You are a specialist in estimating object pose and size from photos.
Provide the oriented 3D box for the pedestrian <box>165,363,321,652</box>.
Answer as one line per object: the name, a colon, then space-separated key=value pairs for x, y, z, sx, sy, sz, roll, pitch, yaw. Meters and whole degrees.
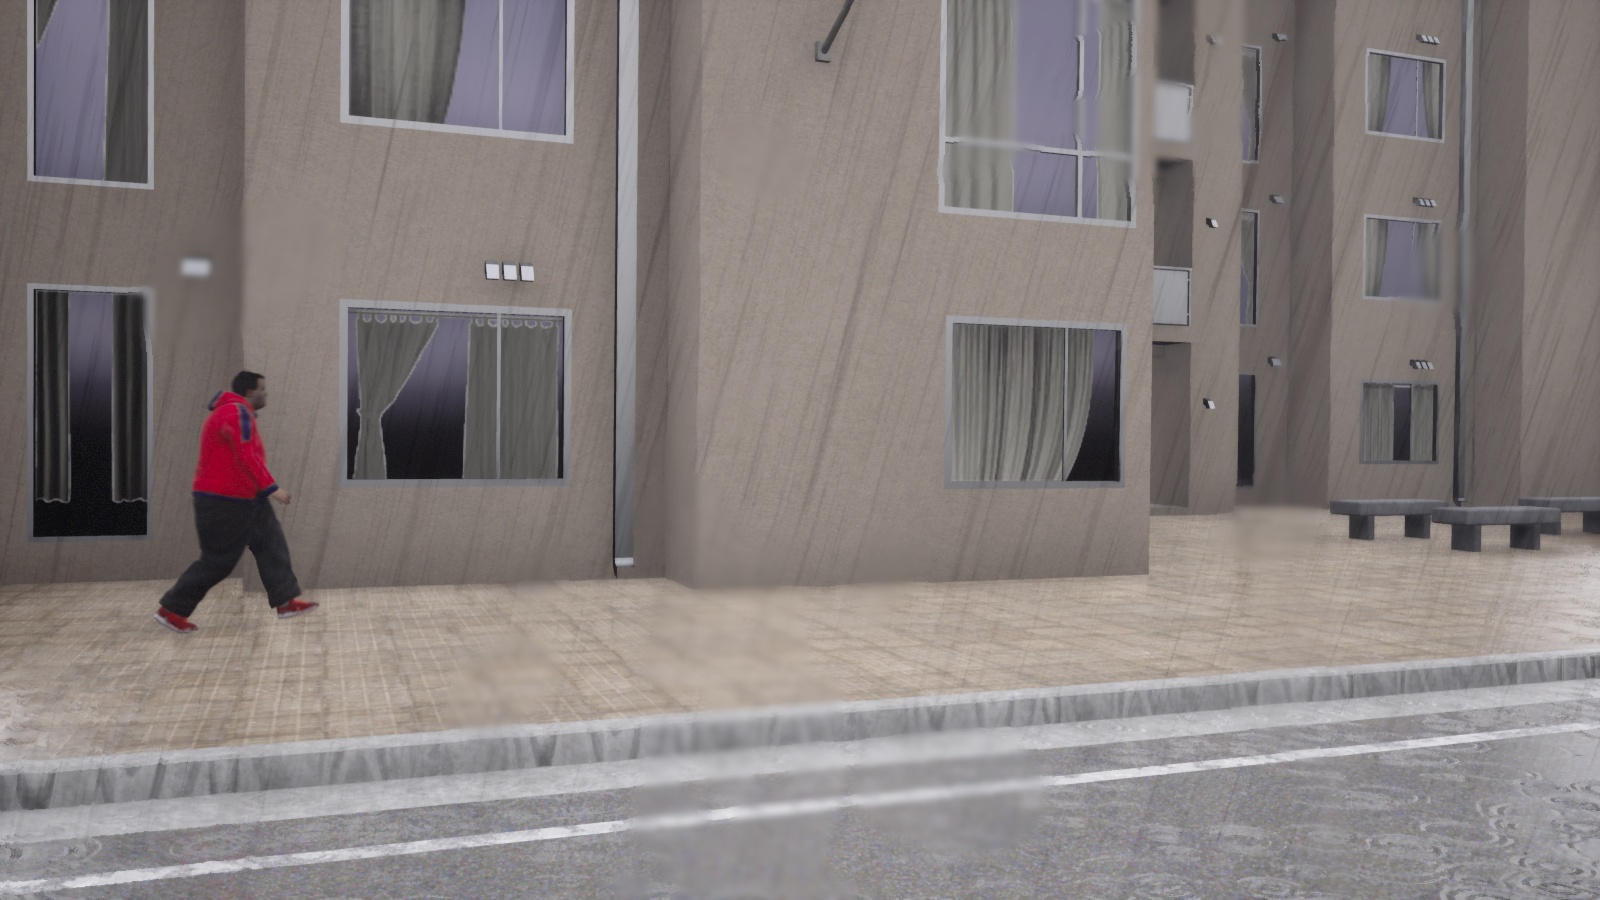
pedestrian: x=-3.745 y=0.359 z=8.485 sx=0.899 sy=1.844 sz=0.634 roll=-1 pitch=1 yaw=-23
